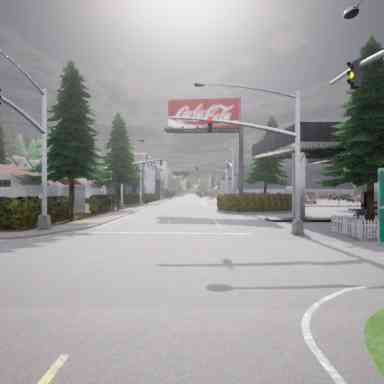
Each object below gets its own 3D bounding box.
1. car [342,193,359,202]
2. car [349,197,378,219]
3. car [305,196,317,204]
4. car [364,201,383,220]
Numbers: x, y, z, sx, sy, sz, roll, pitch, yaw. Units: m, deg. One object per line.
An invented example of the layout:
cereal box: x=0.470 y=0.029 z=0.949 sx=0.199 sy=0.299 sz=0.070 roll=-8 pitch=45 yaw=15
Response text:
car: x=34.936 y=1.483 z=71.765 sx=2.007 sy=1.523 sz=4.514 roll=0 pitch=0 yaw=0
car: x=14.378 y=1.502 z=24.915 sx=3.866 sy=1.878 sz=1.905 roll=0 pitch=0 yaw=0
car: x=22.529 y=1.547 z=63.979 sx=1.970 sy=1.475 sz=3.806 roll=0 pitch=0 yaw=0
car: x=18.707 y=1.669 z=30.583 sx=4.611 sy=1.667 sz=2.242 roll=0 pitch=0 yaw=0
